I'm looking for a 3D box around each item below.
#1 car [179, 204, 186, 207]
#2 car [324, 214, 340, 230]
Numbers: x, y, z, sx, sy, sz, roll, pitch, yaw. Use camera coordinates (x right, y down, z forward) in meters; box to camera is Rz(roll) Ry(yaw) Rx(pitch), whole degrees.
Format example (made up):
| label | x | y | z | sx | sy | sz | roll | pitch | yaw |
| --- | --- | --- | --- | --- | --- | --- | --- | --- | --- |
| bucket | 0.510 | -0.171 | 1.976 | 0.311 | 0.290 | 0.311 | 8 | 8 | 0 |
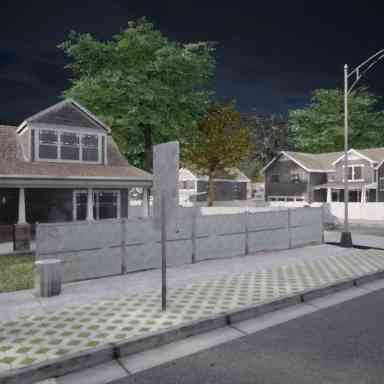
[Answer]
| label | x | y | z | sx | sy | sz | roll | pitch | yaw |
| --- | --- | --- | --- | --- | --- | --- | --- | --- | --- |
| car | -1.458 | 2.001 | 34.963 | 1.812 | 1.442 | 4.674 | 0 | -1 | -36 |
| car | 7.560 | 1.748 | 22.437 | 1.812 | 1.442 | 4.674 | 0 | -1 | -36 |
